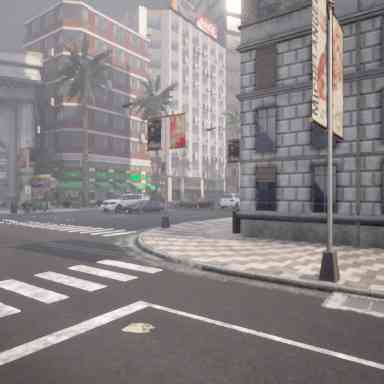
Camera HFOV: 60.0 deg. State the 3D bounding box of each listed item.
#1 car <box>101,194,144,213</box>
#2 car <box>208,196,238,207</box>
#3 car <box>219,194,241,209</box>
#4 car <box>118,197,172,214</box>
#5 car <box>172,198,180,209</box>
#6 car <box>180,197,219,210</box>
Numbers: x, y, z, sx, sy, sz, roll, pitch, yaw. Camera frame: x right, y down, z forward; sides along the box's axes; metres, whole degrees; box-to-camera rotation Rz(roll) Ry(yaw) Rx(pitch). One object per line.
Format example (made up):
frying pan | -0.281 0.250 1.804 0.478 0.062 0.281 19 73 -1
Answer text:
car | -7.670 1.221 37.800 2.150 2.045 5.566 0 0 36
car | 4.995 1.491 53.551 4.902 1.511 2.128 0 0 -44
car | 5.870 1.221 43.981 2.150 2.045 5.566 0 0 38
car | -4.957 1.547 35.605 2.033 1.411 5.357 0 0 36
car | -1.663 1.526 45.798 1.812 1.442 4.674 0 0 37
car | 1.013 1.478 43.578 1.882 1.535 5.008 0 0 38
